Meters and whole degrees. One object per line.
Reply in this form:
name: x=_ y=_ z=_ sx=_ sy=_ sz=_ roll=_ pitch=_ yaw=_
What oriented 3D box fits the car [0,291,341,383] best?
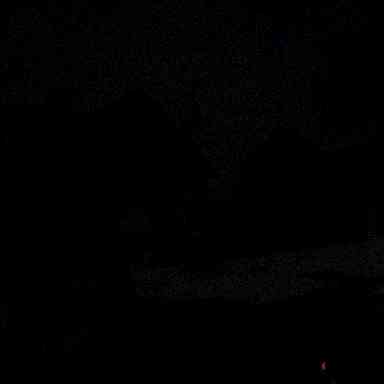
car: x=-1.233 y=1.547 z=2.144 sx=5.357 sy=1.411 sz=2.033 roll=0 pitch=0 yaw=-35
